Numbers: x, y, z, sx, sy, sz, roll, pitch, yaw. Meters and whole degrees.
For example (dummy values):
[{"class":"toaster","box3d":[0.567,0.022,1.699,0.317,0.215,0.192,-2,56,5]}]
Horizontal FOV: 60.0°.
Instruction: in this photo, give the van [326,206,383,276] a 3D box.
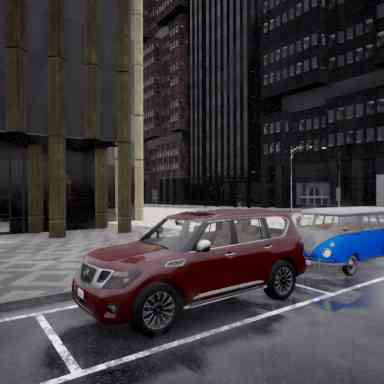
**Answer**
[{"class":"van","box3d":[4.741,1.342,10.045,3.998,1.788,1.690,0,0,-36]}]

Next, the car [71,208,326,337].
[{"class":"car","box3d":[0.245,1.315,6.834,5.009,1.841,2.192,0,0,-36]}]
